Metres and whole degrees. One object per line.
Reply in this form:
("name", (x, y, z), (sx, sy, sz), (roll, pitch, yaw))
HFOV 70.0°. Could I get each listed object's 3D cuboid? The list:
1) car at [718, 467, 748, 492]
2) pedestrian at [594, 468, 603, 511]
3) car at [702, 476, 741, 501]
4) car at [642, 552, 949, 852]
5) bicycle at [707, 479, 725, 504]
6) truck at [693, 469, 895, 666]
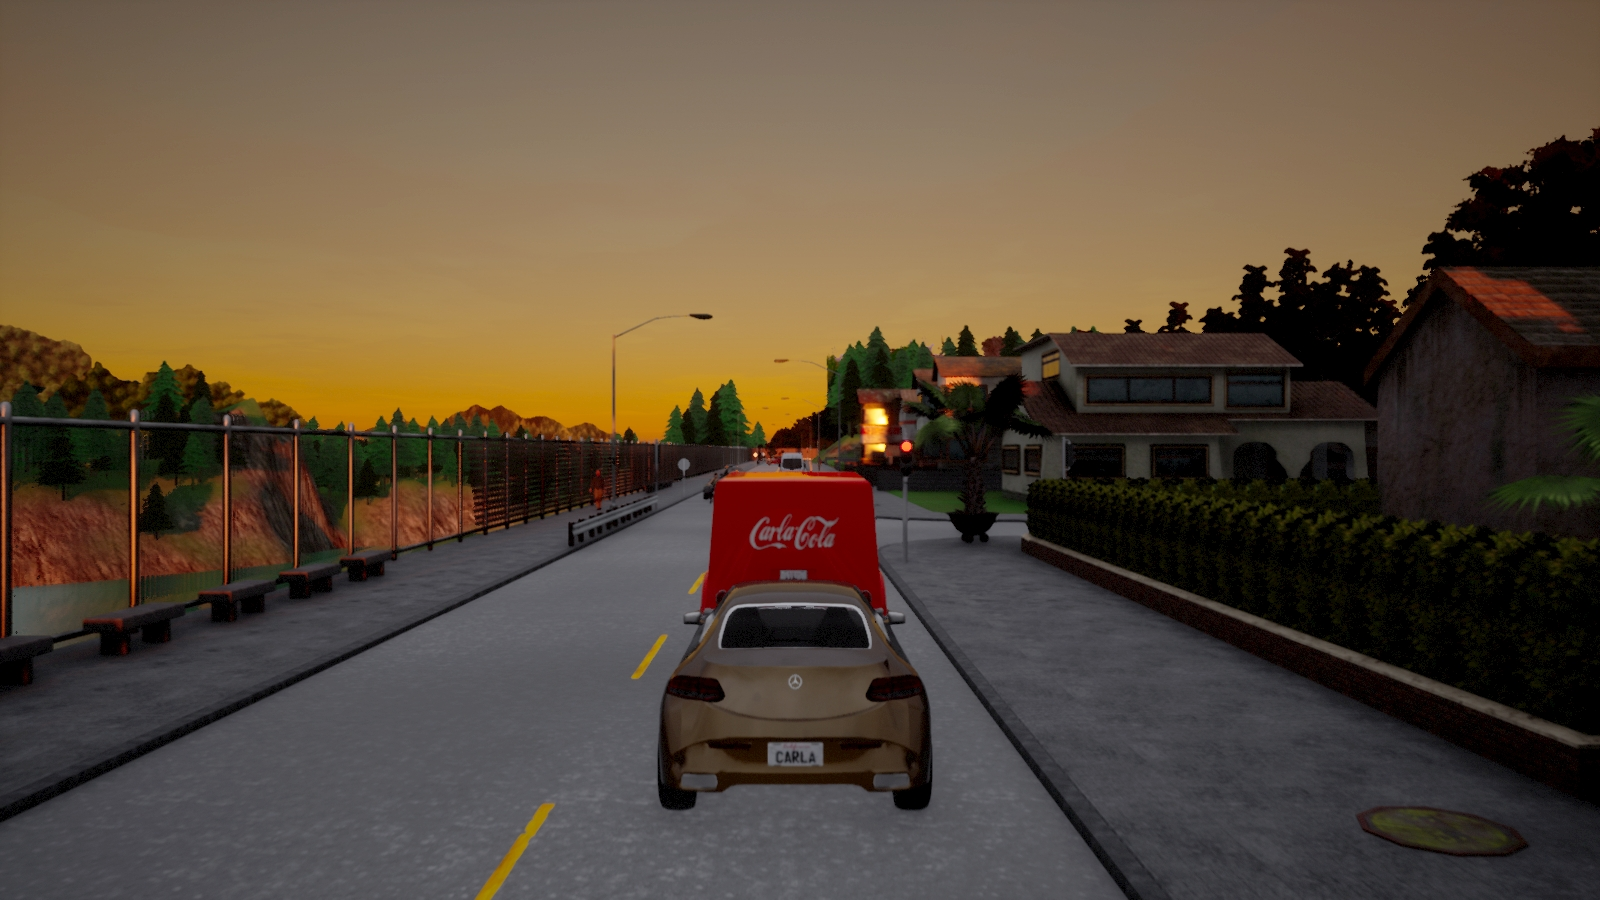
("car", (-4.516, 2.001, 77.910), (1.851, 1.617, 3.988), (0, 0, 0))
("pedestrian", (-8.874, 1.745, 50.280), (0.375, 1.860, 0.375), (0, 0, -7))
("car", (-4.426, 2.156, 64.756), (1.895, 1.301, 4.718), (0, 0, 0))
("car", (-0.050, 1.992, 10.528), (2.152, 1.651, 5.027), (0, 0, 0))
("bicycle", (-4.384, 2.158, 59.540), (0.859, 1.276, 1.487), (0, 0, 0))
("truck", (-0.095, 1.569, 17.449), (2.627, 2.467, 5.204), (0, 0, 0))
